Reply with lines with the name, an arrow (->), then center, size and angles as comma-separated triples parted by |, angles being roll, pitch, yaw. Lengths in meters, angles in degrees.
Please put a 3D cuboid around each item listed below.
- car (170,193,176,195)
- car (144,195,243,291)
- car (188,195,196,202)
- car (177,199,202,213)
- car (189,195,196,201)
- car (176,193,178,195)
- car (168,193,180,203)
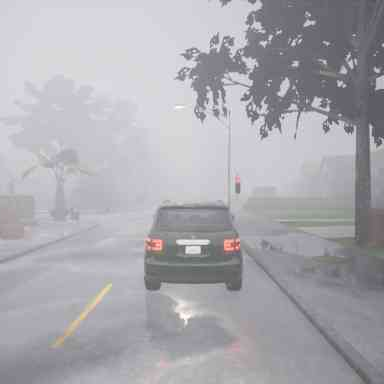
car -> -4.036, 1.352, 52.410 | 2.097, 1.767, 4.553 | 0, 0, 0
car -> 0.047, 1.221, 9.170 | 2.150, 2.045, 5.566 | 0, 0, 1
car -> 0.083, 1.500, 78.034 | 1.837, 1.490, 4.892 | 0, 0, 0
car -> -0.247, 1.525, 37.783 | 1.812, 1.442, 4.674 | 1, 0, 13
car -> 0.094, 1.478, 88.123 | 1.882, 1.535, 5.008 | 0, 0, 0
car -> -3.992, 1.491, 62.812 | 2.128, 1.511, 4.902 | 0, 0, 0
car -> -3.922, 1.225, 73.325 | 2.150, 2.045, 5.566 | 0, 0, 0
